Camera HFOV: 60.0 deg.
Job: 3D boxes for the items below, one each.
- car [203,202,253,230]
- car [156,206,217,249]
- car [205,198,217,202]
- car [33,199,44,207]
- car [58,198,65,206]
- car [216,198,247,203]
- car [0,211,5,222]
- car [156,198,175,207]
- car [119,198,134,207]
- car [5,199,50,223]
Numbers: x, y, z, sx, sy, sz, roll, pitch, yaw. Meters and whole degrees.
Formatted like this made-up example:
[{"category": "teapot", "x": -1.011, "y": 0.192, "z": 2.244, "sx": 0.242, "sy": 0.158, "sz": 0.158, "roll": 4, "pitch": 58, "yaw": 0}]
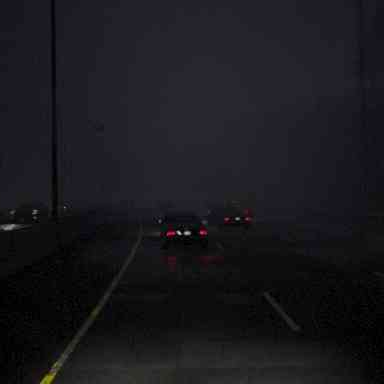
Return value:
[{"category": "car", "x": 2.220, "y": 1.583, "z": 21.373, "sx": 2.033, "sy": 1.411, "sz": 5.357, "roll": -1, "pitch": 0, "yaw": -9}, {"category": "car", "x": -0.472, "y": 1.595, "z": 14.933, "sx": 2.033, "sy": 1.411, "sz": 5.357, "roll": -1, "pitch": 0, "yaw": -7}, {"category": "car", "x": 3.093, "y": 1.629, "z": 49.170, "sx": 1.812, "sy": 1.442, "sz": 4.674, "roll": 0, "pitch": 0, "yaw": -17}, {"category": "car", "x": -28.825, "y": 2.012, "z": 62.455, "sx": 1.812, "sy": 1.442, "sz": 4.674, "roll": -1, "pitch": 0, "yaw": -26}, {"category": "car", "x": -25.028, "y": 1.923, "z": 62.695, "sx": 1.882, "sy": 1.535, "sz": 5.008, "roll": 0, "pitch": 0, "yaw": -26}, {"category": "car", "x": 4.089, "y": 1.520, "z": 31.002, "sx": 1.882, "sy": 1.535, "sz": 5.008, "roll": 0, "pitch": 0, "yaw": -11}, {"category": "car", "x": -16.678, "y": 1.858, "z": 26.517, "sx": 1.895, "sy": 1.301, "sz": 4.718, "roll": -1, "pitch": 0, "yaw": -11}, {"category": "car", "x": -3.911, "y": 1.655, "z": 48.150, "sx": 1.882, "sy": 1.535, "sz": 5.008, "roll": 0, "pitch": 0, "yaw": -18}, {"category": "car", "x": -11.553, "y": 1.783, "z": 58.641, "sx": 2.128, "sy": 1.511, "sz": 4.902, "roll": 0, "pitch": 0, "yaw": -23}, {"category": "car", "x": -13.363, "y": 1.574, "z": 27.592, "sx": 2.097, "sy": 1.767, "sz": 4.553, "roll": -1, "pitch": 0, "yaw": -11}]
